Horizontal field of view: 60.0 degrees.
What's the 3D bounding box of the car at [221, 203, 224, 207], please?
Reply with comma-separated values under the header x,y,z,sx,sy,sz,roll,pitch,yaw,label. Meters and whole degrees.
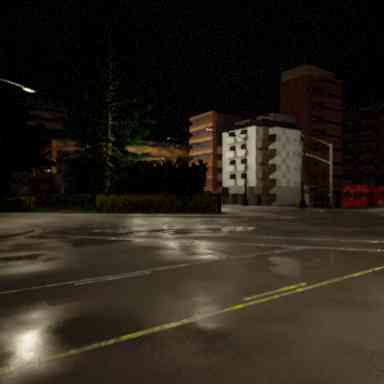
x,y,z,sx,sy,sz,roll,pitch,yaw,label
2.030,1.566,45.310,2.033,1.411,5.357,0,0,-35,car
